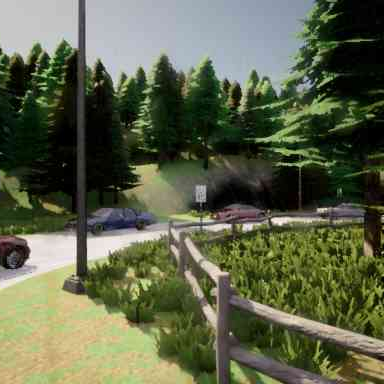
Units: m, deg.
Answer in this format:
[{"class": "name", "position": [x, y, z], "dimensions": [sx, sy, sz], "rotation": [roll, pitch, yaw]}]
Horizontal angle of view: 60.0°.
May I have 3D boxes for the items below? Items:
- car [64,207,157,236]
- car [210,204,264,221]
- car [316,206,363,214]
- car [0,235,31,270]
[{"class": "car", "position": [-4.467, 1.574, 19.138], "dimensions": [2.033, 1.411, 5.357], "rotation": [0, 0, 41]}, {"class": "car", "position": [3.474, 1.591, 25.180], "dimensions": [4.181, 1.385, 1.994], "rotation": [0, 0, -26]}, {"class": "car", "position": [12.992, 1.628, 28.079], "dimensions": [4.718, 1.301, 1.895], "rotation": [0, 0, -6]}, {"class": "car", "position": [-6.579, 1.551, 8.646], "dimensions": [1.812, 1.442, 4.674], "rotation": [0, 0, 26]}]
